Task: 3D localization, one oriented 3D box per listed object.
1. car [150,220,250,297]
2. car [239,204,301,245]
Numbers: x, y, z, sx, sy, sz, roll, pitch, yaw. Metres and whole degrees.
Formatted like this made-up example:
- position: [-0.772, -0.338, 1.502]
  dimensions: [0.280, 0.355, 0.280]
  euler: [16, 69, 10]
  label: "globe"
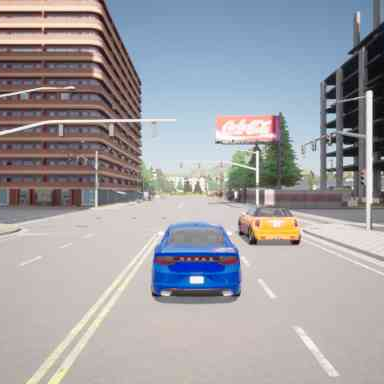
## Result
- position: [0.085, 1.478, 8.639]
  dimensions: [1.882, 1.535, 5.008]
  euler: [0, 0, 0]
  label: "car"
- position: [3.473, 1.352, 15.728]
  dimensions: [2.097, 1.767, 4.553]
  euler: [0, 0, 0]
  label: "car"
